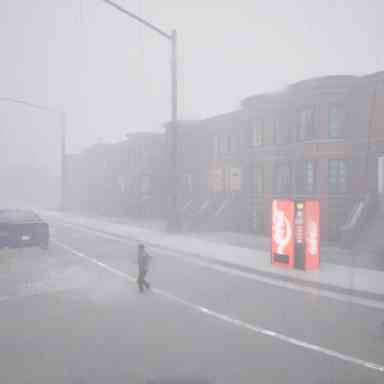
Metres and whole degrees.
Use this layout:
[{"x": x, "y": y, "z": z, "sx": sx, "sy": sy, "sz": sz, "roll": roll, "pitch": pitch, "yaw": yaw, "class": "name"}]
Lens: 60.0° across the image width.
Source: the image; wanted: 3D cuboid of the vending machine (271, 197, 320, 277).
[{"x": 2.941, "y": 1.195, "z": 9.479, "sx": 1.100, "sy": 2.100, "sz": 0.880, "roll": 0, "pitch": 0, "yaw": -40, "class": "vending machine"}]

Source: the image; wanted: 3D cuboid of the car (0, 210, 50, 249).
[{"x": -7.343, "y": 1.476, "z": 13.746, "sx": 1.882, "sy": 1.535, "sz": 5.008, "roll": 0, "pitch": 0, "yaw": -36, "class": "car"}]

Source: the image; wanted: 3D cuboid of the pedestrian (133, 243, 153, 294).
[{"x": -1.058, "y": 1.673, "z": 7.385, "sx": 0.500, "sy": 1.100, "sz": 0.500, "roll": 0, "pitch": 0, "yaw": -38, "class": "pedestrian"}]
